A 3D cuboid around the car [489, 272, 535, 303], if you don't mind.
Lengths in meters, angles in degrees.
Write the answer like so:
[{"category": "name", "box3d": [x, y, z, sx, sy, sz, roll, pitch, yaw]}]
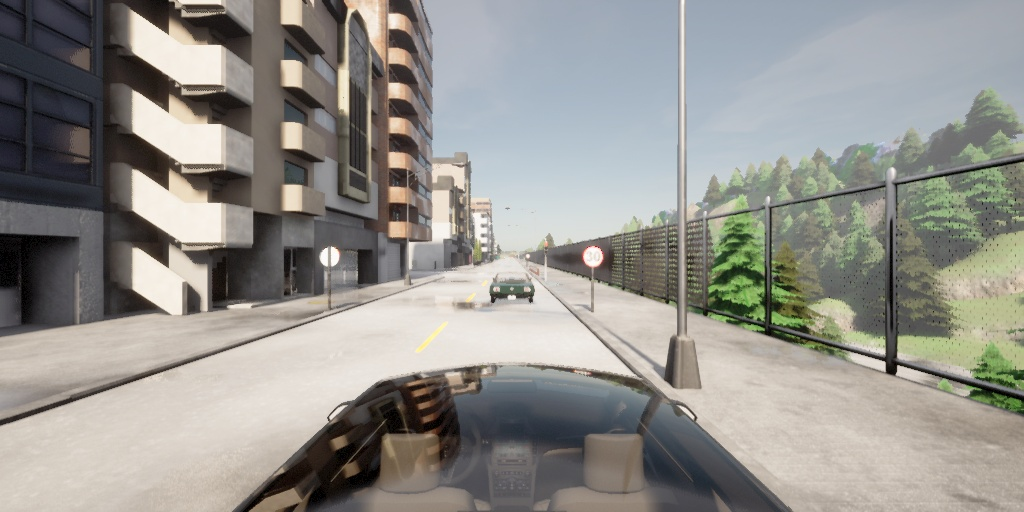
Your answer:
[{"category": "car", "box3d": [0.000, 1.363, 16.530, 1.895, 1.301, 4.718, 0, 0, 0]}]
